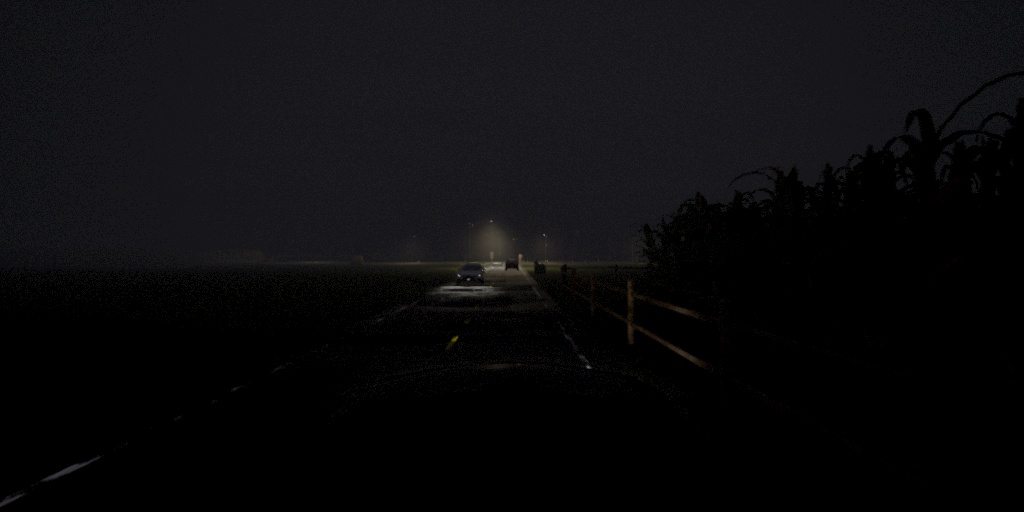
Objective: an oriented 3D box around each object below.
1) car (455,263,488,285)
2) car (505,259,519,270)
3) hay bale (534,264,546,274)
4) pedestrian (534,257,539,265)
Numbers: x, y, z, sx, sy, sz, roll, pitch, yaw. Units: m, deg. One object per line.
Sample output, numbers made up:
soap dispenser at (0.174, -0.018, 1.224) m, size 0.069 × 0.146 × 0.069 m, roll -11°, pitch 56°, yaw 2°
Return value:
car at (-2.852, 1.260, 25.857) m, size 1.812 × 1.442 × 4.674 m, roll 0°, pitch 0°, yaw 0°
car at (0.010, 1.200, 50.531) m, size 1.882 × 1.535 × 5.008 m, roll 0°, pitch 0°, yaw 0°
hay bale at (3.118, 1.382, 40.218) m, size 1.220 × 1.180 × 1.240 m, roll 0°, pitch 0°, yaw 0°
pedestrian at (2.818, 1.019, 41.326) m, size 0.375 × 1.860 × 0.375 m, roll -1°, pitch 1°, yaw 1°
